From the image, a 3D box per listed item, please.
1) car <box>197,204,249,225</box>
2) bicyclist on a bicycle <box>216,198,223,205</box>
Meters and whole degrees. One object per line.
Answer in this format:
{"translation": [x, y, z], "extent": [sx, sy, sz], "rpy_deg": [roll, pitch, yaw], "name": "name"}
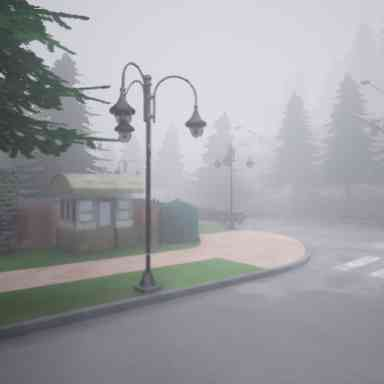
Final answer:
{"translation": [1.724, 1.527, 23.731], "extent": [1.895, 1.301, 4.718], "rpy_deg": [0, 0, -40], "name": "car"}
{"translation": [2.725, 1.429, 33.573], "extent": [1.656, 1.620, 0.582], "rpy_deg": [1, -1, -40], "name": "bicyclist on a bicycle"}
